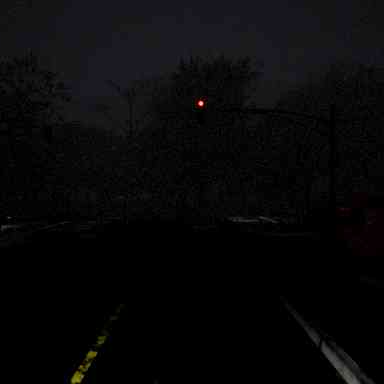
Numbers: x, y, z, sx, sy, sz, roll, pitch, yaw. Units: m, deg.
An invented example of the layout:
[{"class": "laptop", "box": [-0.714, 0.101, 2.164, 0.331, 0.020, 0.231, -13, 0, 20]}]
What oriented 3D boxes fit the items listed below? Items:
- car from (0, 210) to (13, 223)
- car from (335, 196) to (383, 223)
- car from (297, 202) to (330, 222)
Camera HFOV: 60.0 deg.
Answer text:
[{"class": "car", "box": [-14.896, 1.473, 22.866, 4.674, 1.442, 1.812, 0, 0, 0]}, {"class": "car", "box": [13.063, 1.272, 22.965, 5.566, 2.045, 2.150, 0, 0, 0]}, {"class": "car", "box": [10.908, 1.648, 26.397, 4.718, 1.301, 1.895, 0, 0, -1]}]
